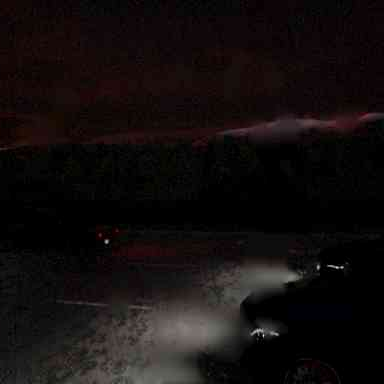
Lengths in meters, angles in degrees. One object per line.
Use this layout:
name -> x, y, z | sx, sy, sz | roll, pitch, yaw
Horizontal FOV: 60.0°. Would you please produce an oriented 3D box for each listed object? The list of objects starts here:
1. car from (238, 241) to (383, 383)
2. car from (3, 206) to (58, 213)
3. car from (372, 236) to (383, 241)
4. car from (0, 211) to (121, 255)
car -> 2.864, 1.453, 3.694 | 4.674, 1.442, 1.812 | -1, 0, 14
car -> -8.735, 1.470, 17.369 | 5.008, 1.535, 1.882 | 0, 0, 14
car -> 5.141, 1.378, 6.752 | 4.892, 1.490, 1.837 | -1, 0, 14
car -> -5.314, 1.577, 12.926 | 4.718, 1.301, 1.895 | -1, 0, 14
